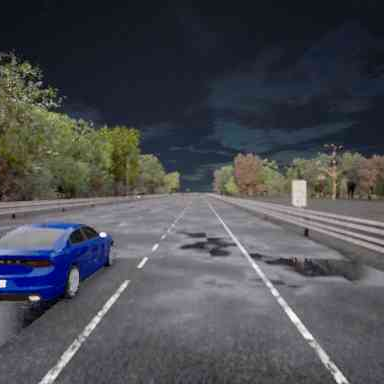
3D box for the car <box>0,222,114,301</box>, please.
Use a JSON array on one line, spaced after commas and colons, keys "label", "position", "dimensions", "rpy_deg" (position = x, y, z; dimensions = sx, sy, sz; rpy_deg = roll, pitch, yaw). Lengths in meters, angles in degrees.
[{"label": "car", "position": [-3.371, 1.485, 8.404], "dimensions": [1.882, 1.535, 5.008], "rpy_deg": [0, 0, 1]}]
